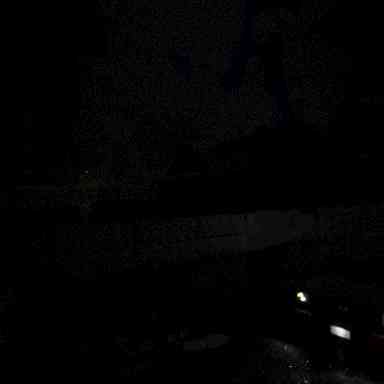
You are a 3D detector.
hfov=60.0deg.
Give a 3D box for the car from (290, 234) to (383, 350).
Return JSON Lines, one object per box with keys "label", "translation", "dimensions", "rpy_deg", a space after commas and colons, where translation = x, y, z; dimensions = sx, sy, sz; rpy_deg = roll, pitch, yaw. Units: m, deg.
{"label": "car", "translation": [4.151, 1.488, 6.128], "dimensions": [5.357, 1.411, 2.033], "rpy_deg": [-1, 0, -37]}
